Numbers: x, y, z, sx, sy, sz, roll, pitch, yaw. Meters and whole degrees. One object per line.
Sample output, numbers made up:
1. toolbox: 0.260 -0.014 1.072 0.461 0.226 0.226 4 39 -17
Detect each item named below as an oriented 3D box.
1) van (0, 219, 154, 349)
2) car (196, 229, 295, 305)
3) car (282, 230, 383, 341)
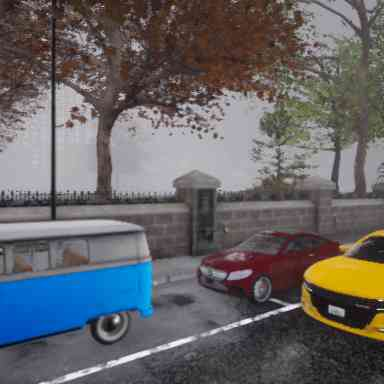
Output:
1. van: -2.518 1.342 4.764 3.998 1.788 1.690 0 0 -36
2. car: 2.064 1.583 8.036 4.206 1.307 1.802 0 0 -36
3. car: 4.158 1.478 6.347 5.008 1.535 1.882 0 0 -36
